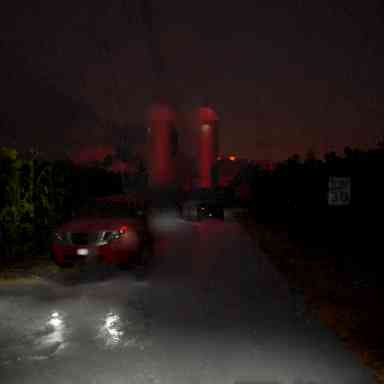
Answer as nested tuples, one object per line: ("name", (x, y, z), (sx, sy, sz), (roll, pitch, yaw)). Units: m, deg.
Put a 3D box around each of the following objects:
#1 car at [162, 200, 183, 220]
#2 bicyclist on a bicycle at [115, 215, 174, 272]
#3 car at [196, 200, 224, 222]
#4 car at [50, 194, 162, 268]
("car", (-1.742, 1.366, 26.668), (2.033, 1.411, 5.357), (0, 0, 3))
("bicyclist on a bicycle", (-1.305, 1.462, 9.190), (1.656, 1.620, 0.582), (3, 5, 0))
("car", (1.361, 1.319, 24.675), (2.128, 1.511, 4.902), (0, 0, 3))
("car", (-2.681, 1.167, 11.439), (2.150, 2.045, 5.566), (-1, 1, 4))
